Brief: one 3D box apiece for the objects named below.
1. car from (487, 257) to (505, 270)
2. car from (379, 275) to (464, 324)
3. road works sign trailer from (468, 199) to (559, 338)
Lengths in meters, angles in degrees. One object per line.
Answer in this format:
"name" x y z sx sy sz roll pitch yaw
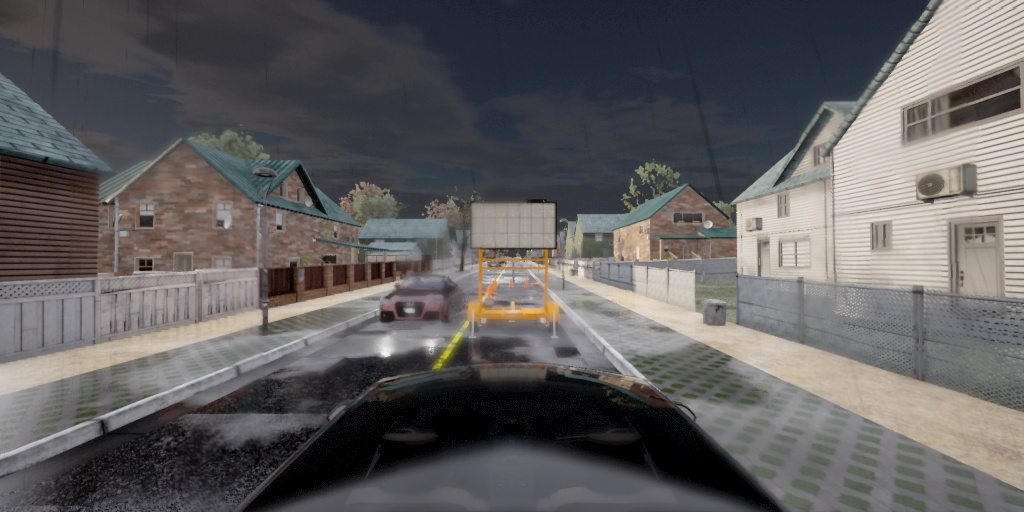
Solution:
"car" -2.588 1.243 52.491 2.128 1.511 4.902 0 0 0
"car" -2.798 1.317 11.850 1.994 1.385 4.181 0 0 0
"road works sign trailer" 0.043 0.217 10.127 2.380 3.560 2.880 0 0 0
